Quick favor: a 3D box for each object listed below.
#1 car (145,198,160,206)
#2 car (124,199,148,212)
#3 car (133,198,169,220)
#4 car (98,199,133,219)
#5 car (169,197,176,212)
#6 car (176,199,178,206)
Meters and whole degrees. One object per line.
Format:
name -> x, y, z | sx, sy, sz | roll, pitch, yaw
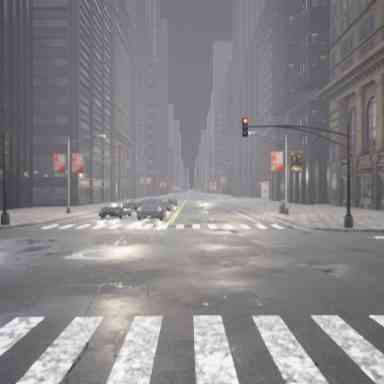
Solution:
car -> -6.591, 1.615, 55.639 | 1.895, 1.301, 4.718 | 0, 0, 0
car -> -6.605, 1.564, 39.753 | 2.033, 1.411, 5.357 | 0, 0, 0
car -> -3.353, 1.367, 28.196 | 2.097, 1.767, 4.553 | 0, 0, 0
car -> -6.578, 1.563, 29.451 | 2.033, 1.411, 5.357 | 0, 0, 4
car -> -3.355, 1.565, 39.691 | 2.033, 1.411, 5.357 | 0, 0, 0
car -> -3.348, 1.578, 53.824 | 1.994, 1.385, 4.181 | 0, 0, 0
